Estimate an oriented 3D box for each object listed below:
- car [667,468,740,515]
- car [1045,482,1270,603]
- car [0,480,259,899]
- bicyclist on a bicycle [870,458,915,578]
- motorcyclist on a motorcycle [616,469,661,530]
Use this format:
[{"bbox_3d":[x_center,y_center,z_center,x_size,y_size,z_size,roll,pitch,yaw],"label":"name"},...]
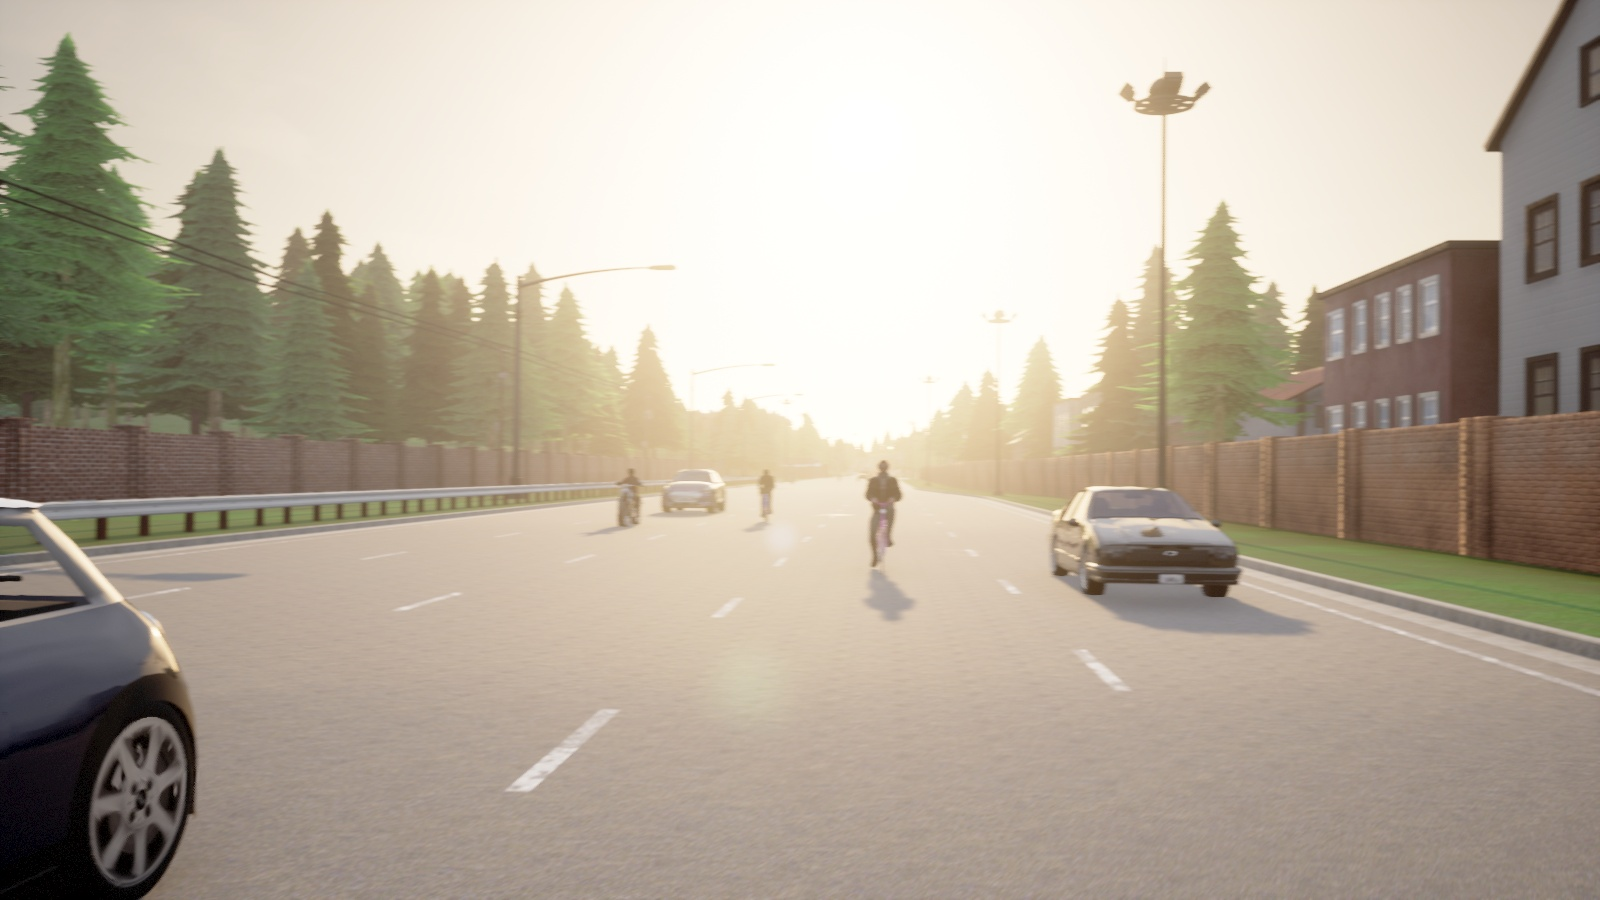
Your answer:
[{"bbox_3d":[-3.540,1.531,46.953,2.033,1.649,4.856,0,-1,4],"label":"car"},{"bbox_3d":[4.827,1.179,17.830,2.033,1.411,5.357,0,-1,4],"label":"car"},{"bbox_3d":[-3.280,0.825,3.164,1.970,1.475,3.806,0,-1,4],"label":"car"},{"bbox_3d":[1.438,1.019,19.444,0.659,1.776,1.843,0,-1,4],"label":"bicyclist on a bicycle"},{"bbox_3d":[-4.443,1.342,34.774,0.766,1.649,2.350,0,-1,4],"label":"motorcyclist on a motorcycle"}]
